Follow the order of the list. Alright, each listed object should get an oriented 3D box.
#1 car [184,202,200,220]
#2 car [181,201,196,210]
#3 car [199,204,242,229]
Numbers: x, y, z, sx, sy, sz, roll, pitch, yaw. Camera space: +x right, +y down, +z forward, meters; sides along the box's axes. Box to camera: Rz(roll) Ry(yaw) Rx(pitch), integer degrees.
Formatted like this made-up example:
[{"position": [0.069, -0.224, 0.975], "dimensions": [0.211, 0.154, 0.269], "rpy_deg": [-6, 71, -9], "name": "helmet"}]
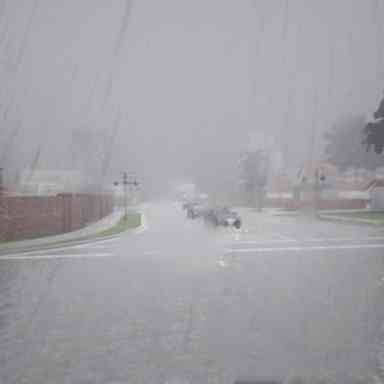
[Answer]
[{"position": [0.694, 2.047, 34.469], "dimensions": [1.812, 1.442, 4.674], "rpy_deg": [-1, -1, -9], "name": "car"}, {"position": [-0.108, 2.379, 57.983], "dimensions": [1.837, 1.490, 4.892], "rpy_deg": [0, -1, -29], "name": "car"}, {"position": [2.222, 1.849, 24.554], "dimensions": [2.128, 1.511, 4.902], "rpy_deg": [-1, -1, -9], "name": "car"}]
